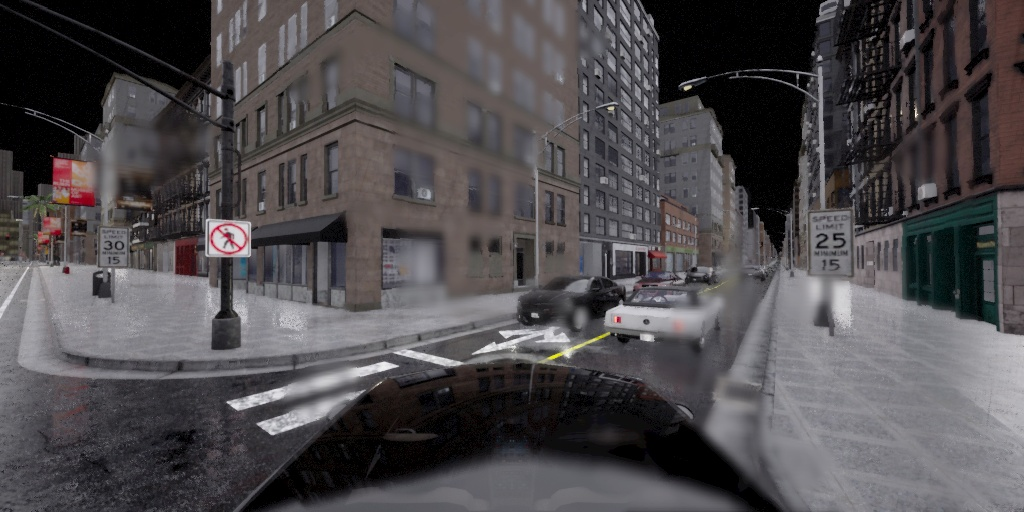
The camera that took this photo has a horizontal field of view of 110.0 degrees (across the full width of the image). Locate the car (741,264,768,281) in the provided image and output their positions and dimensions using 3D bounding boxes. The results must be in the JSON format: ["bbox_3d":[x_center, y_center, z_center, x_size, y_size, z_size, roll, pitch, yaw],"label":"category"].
[{"bbox_3d":[23.557,1.625,34.965,2.128,1.511,4.902,-1,-1,37],"label":"car"}]

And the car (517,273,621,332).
[{"bbox_3d":[2.123,1.351,11.680,1.882,1.535,5.008,-1,-1,37],"label":"car"}]

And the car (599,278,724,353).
[{"bbox_3d":[4.141,1.424,9.201,1.895,1.301,4.718,-1,-1,37],"label":"car"}]

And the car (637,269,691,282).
[{"bbox_3d":[8.155,1.532,19.699,1.994,1.385,4.181,-1,-1,37],"label":"car"}]

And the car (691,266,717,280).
[{"bbox_3d":[15.688,1.589,29.719,1.837,1.490,4.892,-1,-1,37],"label":"car"}]
